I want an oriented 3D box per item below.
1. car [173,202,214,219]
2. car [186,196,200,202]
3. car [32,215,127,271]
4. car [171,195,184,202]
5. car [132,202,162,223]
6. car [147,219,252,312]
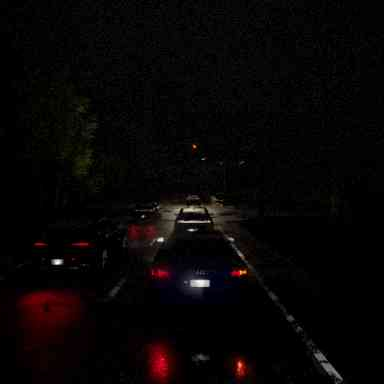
[{"bbox_3d":[0.093,1.495,16.721,2.128,1.511,4.902,0,0,0],"label":"car"},{"bbox_3d":[0.161,1.357,54.825,2.097,1.767,4.553,0,0,-2],"label":"car"},{"bbox_3d":[-3.406,1.508,10.842,1.837,1.490,4.892,0,0,0],"label":"car"},{"bbox_3d":[-3.509,1.512,73.608,2.128,1.511,4.902,0,0,0],"label":"car"},{"bbox_3d":[-3.417,1.497,25.674,2.128,1.511,4.902,0,0,0],"label":"car"},{"bbox_3d":[0.103,1.566,7.818,1.994,1.385,4.181,0,0,-1],"label":"car"}]
